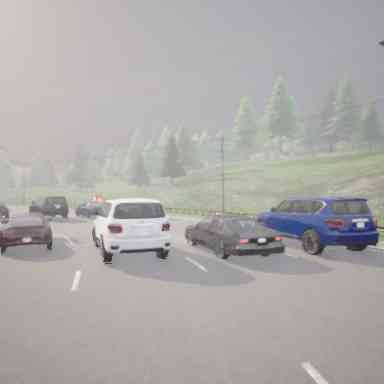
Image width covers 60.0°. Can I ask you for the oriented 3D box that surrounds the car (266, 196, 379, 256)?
[{"bbox_3d":[4.646,1.180,13.345,2.150,2.045,5.566,0,0,-18],"label":"car"}]

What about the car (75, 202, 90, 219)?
[{"bbox_3d":[-9.357,1.640,30.903,1.812,1.442,4.674,0,0,-38],"label":"car"}]

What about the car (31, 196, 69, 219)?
[{"bbox_3d":[-12.823,1.372,29.778,2.150,2.045,5.566,0,0,-38],"label":"car"}]

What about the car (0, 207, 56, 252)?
[{"bbox_3d":[-7.107,1.608,14.384,1.812,1.442,4.674,0,0,-26],"label":"car"}]

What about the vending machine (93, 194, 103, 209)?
[{"bbox_3d":[-13.171,1.359,46.600,0.880,2.100,1.100,-1,0,44],"label":"vending machine"}]

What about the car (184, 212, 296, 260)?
[{"bbox_3d":[1.316,1.540,12.550,2.033,1.411,5.357,-1,0,-19],"label":"car"}]

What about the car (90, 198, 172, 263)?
[{"bbox_3d":[-2.412,1.253,12.482,2.150,2.045,5.566,0,0,-20],"label":"car"}]

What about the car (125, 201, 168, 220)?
[{"bbox_3d":[-4.146,1.564,29.705,1.837,1.490,4.892,0,0,-34],"label":"car"}]

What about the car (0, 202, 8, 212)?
[{"bbox_3d":[-18.255,1.713,30.764,1.837,1.490,4.892,0,0,-41],"label":"car"}]
